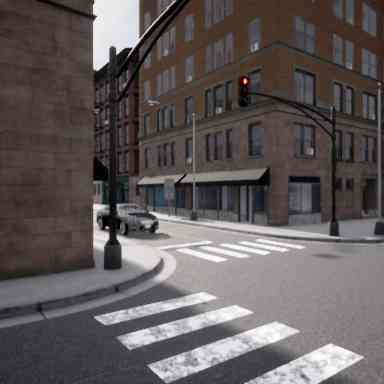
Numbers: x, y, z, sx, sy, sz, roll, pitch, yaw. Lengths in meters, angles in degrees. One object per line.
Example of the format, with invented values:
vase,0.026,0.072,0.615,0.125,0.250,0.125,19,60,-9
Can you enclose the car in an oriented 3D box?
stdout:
car,-3.618,1.391,18.157,2.128,1.511,4.902,0,0,-37
